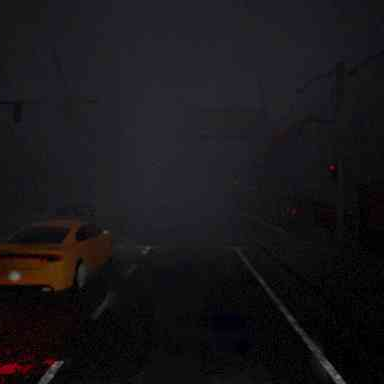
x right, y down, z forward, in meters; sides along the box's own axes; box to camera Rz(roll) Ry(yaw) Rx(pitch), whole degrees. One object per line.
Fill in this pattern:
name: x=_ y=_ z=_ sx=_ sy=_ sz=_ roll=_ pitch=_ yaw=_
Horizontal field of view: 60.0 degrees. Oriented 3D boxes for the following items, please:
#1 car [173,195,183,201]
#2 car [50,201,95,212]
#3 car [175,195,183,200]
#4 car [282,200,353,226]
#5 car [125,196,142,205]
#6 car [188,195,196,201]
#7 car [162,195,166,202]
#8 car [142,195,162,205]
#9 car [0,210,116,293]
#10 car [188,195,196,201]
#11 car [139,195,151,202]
car: x=-3.489 y=1.517 z=80.536 sx=2.128 sy=1.511 sz=4.902 roll=0 pitch=0 yaw=0
car: x=-10.017 y=1.490 z=27.780 sx=4.902 sy=1.511 sz=2.128 roll=0 pitch=0 yaw=40
car: x=-3.488 y=1.494 z=89.340 sx=1.994 sy=1.385 sz=4.181 roll=0 pitch=0 yaw=-6
car: x=8.742 y=1.350 z=23.205 sx=4.553 sy=1.767 sz=2.097 roll=0 pitch=0 yaw=-6
car: x=-10.529 y=1.598 z=58.637 sx=1.895 sy=1.301 sz=4.718 roll=0 pitch=0 yaw=1
car: x=0.012 y=1.466 z=89.341 sx=2.128 sy=1.511 sz=4.902 roll=0 pitch=0 yaw=0
car: x=-6.990 y=1.474 z=74.403 sx=1.882 sy=1.535 sz=5.008 roll=0 pitch=0 yaw=0
car: x=-7.033 y=1.475 z=58.805 sx=1.882 sy=1.535 sz=5.008 roll=0 pitch=0 yaw=1
car: x=-3.421 y=1.477 z=8.919 sx=1.882 sy=1.535 sz=5.008 roll=0 pitch=0 yaw=0
car: x=0.011 y=1.587 z=80.304 sx=1.895 sy=1.301 sz=4.718 roll=0 pitch=0 yaw=0
car: x=-10.490 y=1.474 z=74.240 sx=1.882 sy=1.535 sz=5.008 roll=0 pitch=0 yaw=0
